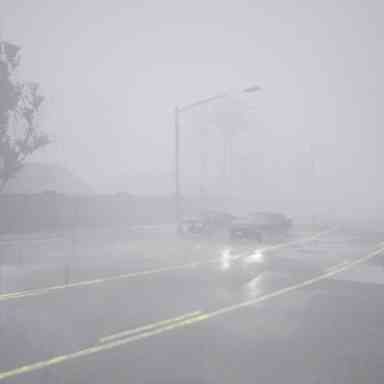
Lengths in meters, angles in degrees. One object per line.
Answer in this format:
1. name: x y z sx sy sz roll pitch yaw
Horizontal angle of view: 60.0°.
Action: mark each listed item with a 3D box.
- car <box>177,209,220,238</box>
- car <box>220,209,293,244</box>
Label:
1. car: 1.093 1.792 20.027 2.128 1.511 4.902 -1 -1 37
2. car: 3.771 1.740 17.781 1.882 1.535 5.008 0 -1 38
